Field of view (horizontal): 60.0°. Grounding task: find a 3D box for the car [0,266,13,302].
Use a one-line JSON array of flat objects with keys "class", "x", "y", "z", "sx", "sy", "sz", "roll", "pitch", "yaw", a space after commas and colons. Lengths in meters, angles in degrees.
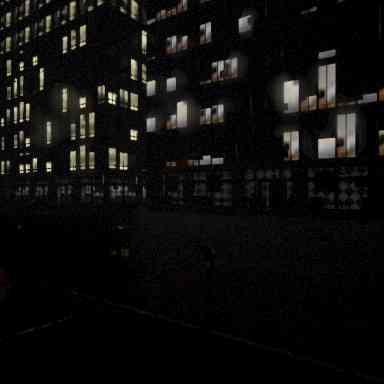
[{"class": "car", "x": -5.549, "y": 1.526, "z": 6.846, "sx": 4.829, "sy": 1.417, "sz": 1.752, "roll": 0, "pitch": 0, "yaw": 36}]
